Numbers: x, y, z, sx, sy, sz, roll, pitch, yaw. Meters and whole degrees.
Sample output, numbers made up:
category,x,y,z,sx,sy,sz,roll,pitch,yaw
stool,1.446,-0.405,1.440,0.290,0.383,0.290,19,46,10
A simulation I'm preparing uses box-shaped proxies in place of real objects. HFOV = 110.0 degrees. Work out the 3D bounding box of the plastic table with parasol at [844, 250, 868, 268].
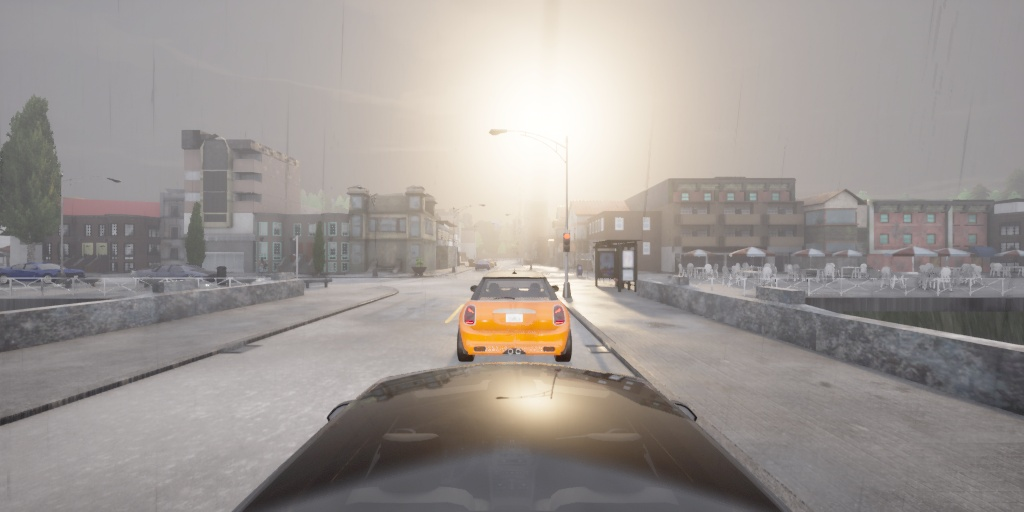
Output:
category,x,y,z,sx,sy,sz,roll,pitch,yaw
plastic table with parasol,30.234,0.675,32.199,2.482,2.480,2.482,0,0,0

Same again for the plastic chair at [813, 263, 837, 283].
category,x,y,z,sx,sy,sz,roll,pitch,yaw
plastic chair,22.803,1.279,26.131,0.750,1.272,0.730,0,0,0

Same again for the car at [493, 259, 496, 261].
category,x,y,z,sx,sy,sz,roll,pitch,yaw
car,-4.071,1.228,60.704,1.882,1.535,5.008,0,0,0

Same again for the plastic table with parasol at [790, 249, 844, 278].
category,x,y,z,sx,sy,sz,roll,pitch,yaw
plastic table with parasol,22.903,0.675,27.481,2.482,2.480,2.482,0,0,0

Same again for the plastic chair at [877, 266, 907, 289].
category,x,y,z,sx,sy,sz,roll,pitch,yaw
plastic chair,22.602,1.279,21.331,0.730,1.272,0.750,0,0,0

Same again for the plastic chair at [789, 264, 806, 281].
category,x,y,z,sx,sy,sz,roll,pitch,yaw
plastic chair,21.703,1.279,27.531,0.730,1.272,0.750,0,0,0

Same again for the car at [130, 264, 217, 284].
category,x,y,z,sx,sy,sz,roll,pitch,yaw
car,-24.191,1.298,26.184,5.357,1.411,2.033,0,0,0

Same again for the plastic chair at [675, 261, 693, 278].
category,x,y,z,sx,sy,sz,roll,pitch,yaw
plastic chair,14.704,1.279,30.633,0.730,1.272,0.750,0,0,0

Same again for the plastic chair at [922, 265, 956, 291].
category,x,y,z,sx,sy,sz,roll,pitch,yaw
plastic chair,23.701,1.279,19.931,0.750,1.272,0.730,0,0,0

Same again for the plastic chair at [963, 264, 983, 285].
category,x,y,z,sx,sy,sz,roll,pitch,yaw
plastic chair,30.502,1.279,23.829,0.750,1.272,0.730,0,0,0

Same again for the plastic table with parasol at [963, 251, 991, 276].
category,x,y,z,sx,sy,sz,roll,pitch,yaw
plastic table with parasol,30.513,0.675,25.109,2.482,2.480,2.482,0,0,0

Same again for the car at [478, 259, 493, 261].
category,x,y,z,sx,sy,sz,roll,pitch,yaw
car,-4.091,1.228,51.054,1.882,1.535,5.008,0,0,0

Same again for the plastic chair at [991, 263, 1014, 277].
category,x,y,z,sx,sy,sz,roll,pitch,yaw
plastic chair,45.505,1.279,33.325,0.730,1.272,0.750,0,0,0

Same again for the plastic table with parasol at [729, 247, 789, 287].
category,x,y,z,sx,sy,sz,roll,pitch,yaw
plastic table with parasol,15.172,0.675,22.693,2.482,2.480,2.482,0,0,0

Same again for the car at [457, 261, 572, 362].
category,x,y,z,sx,sy,sz,roll,pitch,yaw
car,0.061,1.102,8.375,2.097,1.767,4.553,0,0,1

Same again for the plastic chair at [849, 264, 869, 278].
category,x,y,z,sx,sy,sz,roll,pitch,yaw
plastic chair,29.904,1.279,30.829,0.750,1.272,0.730,0,0,0

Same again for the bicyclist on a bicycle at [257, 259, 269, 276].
category,x,y,z,sx,sy,sz,roll,pitch,yaw
bicyclist on a bicycle,-24.014,1.099,34.583,0.582,1.620,1.656,0,0,0

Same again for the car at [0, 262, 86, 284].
category,x,y,z,sx,sy,sz,roll,pitch,yaw
car,-34.322,1.228,26.195,5.008,1.535,1.882,0,0,0

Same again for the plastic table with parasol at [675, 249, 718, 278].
category,x,y,z,sx,sy,sz,roll,pitch,yaw
plastic table with parasol,15.924,0.675,30.513,2.482,2.480,2.482,0,0,0

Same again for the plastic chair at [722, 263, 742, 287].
category,x,y,z,sx,sy,sz,roll,pitch,yaw
plastic chair,13.902,1.279,22.833,0.730,1.272,0.750,0,0,0

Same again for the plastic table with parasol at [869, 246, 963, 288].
category,x,y,z,sx,sy,sz,roll,pitch,yaw
plastic table with parasol,23.802,0.675,21.281,2.482,2.480,2.482,0,0,0

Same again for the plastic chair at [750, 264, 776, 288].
category,x,y,z,sx,sy,sz,roll,pitch,yaw
plastic chair,15.002,1.279,21.433,0.750,1.272,0.730,0,0,0

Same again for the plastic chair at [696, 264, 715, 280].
category,x,y,z,sx,sy,sz,roll,pitch,yaw
plastic chair,15.804,1.279,29.233,0.750,1.272,0.730,0,0,0

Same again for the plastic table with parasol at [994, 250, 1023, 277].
category,x,y,z,sx,sy,sz,roll,pitch,yaw
plastic table with parasol,46.705,0.675,33.205,2.482,2.480,2.482,0,0,0
